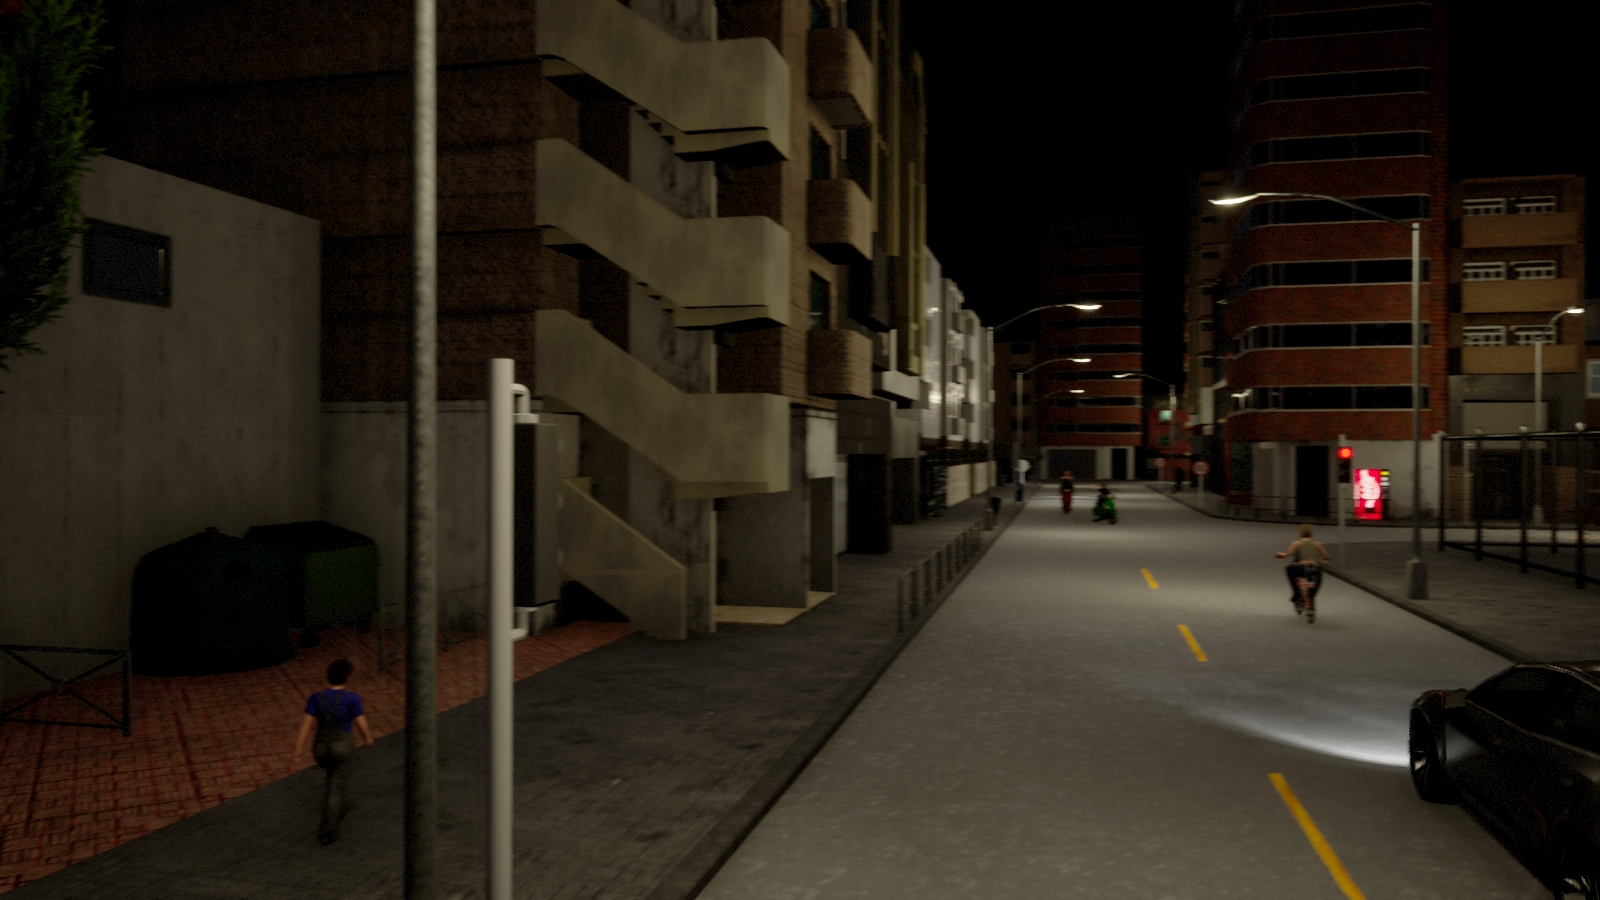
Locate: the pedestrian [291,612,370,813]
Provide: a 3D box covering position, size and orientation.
[{"bbox_3d":[-3.251,1.803,7.921,0.375,1.300,0.375,0,0,3],"label":"pedestrian"}]

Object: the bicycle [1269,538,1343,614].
[{"bbox_3d":[8.398,2.069,19.018,0.859,1.080,1.487,0,0,13],"label":"bicycle"}]

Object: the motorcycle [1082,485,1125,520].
[{"bbox_3d":[11.684,2.018,44.043,0.856,1.236,1.805,3,-1,-12],"label":"motorcycle"}]

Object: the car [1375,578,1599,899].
[{"bbox_3d":[5.483,1.861,7.358,2.163,1.488,4.792,0,0,14],"label":"car"}]
